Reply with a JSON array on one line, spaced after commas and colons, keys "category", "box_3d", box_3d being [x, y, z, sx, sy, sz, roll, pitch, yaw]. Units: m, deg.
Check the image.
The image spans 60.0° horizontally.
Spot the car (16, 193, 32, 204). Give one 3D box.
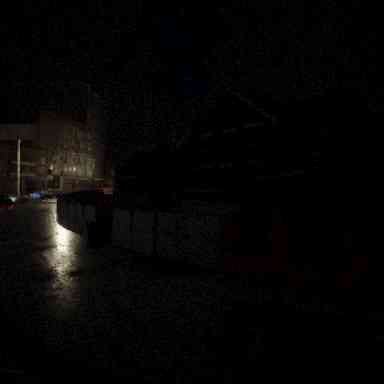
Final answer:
[{"category": "car", "box_3d": [-23.276, 0.815, 43.821, 1.895, 1.301, 4.718, 1, 2, -6]}]

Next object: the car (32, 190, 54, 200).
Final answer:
[{"category": "car", "box_3d": [-24.091, 0.428, 53.365, 2.033, 1.411, 5.357, 1, 2, 1]}]

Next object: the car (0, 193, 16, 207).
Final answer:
[{"category": "car", "box_3d": [-22.075, 0.923, 37.899, 1.812, 1.442, 4.674, 1, 1, -12]}]
